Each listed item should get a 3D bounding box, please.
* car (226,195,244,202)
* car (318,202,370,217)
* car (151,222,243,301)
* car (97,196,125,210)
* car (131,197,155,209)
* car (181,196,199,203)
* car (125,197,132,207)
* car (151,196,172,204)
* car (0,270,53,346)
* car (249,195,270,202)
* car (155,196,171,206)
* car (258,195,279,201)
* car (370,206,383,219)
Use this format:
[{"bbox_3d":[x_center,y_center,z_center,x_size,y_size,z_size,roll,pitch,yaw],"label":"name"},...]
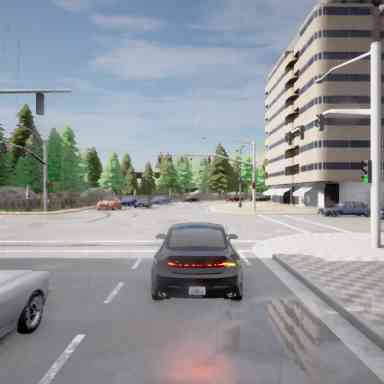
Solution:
[{"bbox_3d":[9.753,1.478,75.037,5.008,1.535,1.882,0,0,-41],"label":"car"},{"bbox_3d":[14.619,1.603,30.987,5.357,1.411,2.033,0,0,0],"label":"car"},{"bbox_3d":[0.121,1.505,8.324,1.837,1.490,4.892,0,0,1],"label":"car"},{"bbox_3d":[-10.380,1.352,41.864,2.097,1.767,4.553,0,0,2],"label":"car"},{"bbox_3d":[-6.723,1.564,46.087,1.994,1.385,4.181,0,0,0],"label":"car"},{"bbox_3d":[-0.402,1.477,68.666,1.882,1.535,5.008,0,0,33],"label":"car"},{"bbox_3d":[-9.845,1.478,51.075,1.882,1.535,5.008,0,0,7],"label":"car"},{"bbox_3d":[-5.944,1.505,65.626,1.837,1.490,4.892,0,0,25],"label":"car"},{"bbox_3d":[-3.424,1.601,3.805,1.895,1.301,4.718,0,0,0],"label":"car"},{"bbox_3d":[15.227,1.595,74.763,4.718,1.301,1.895,0,0,-33],"label":"car"},{"bbox_3d":[-5.562,1.477,56.099,1.882,1.535,5.008,0,0,14],"label":"car"},{"bbox_3d":[18.554,1.500,80.548,4.892,1.490,1.837,0,0,-22],"label":"car"},{"bbox_3d":[17.713,1.581,27.475,4.674,1.442,1.812,0,0,0],"label":"car"}]
